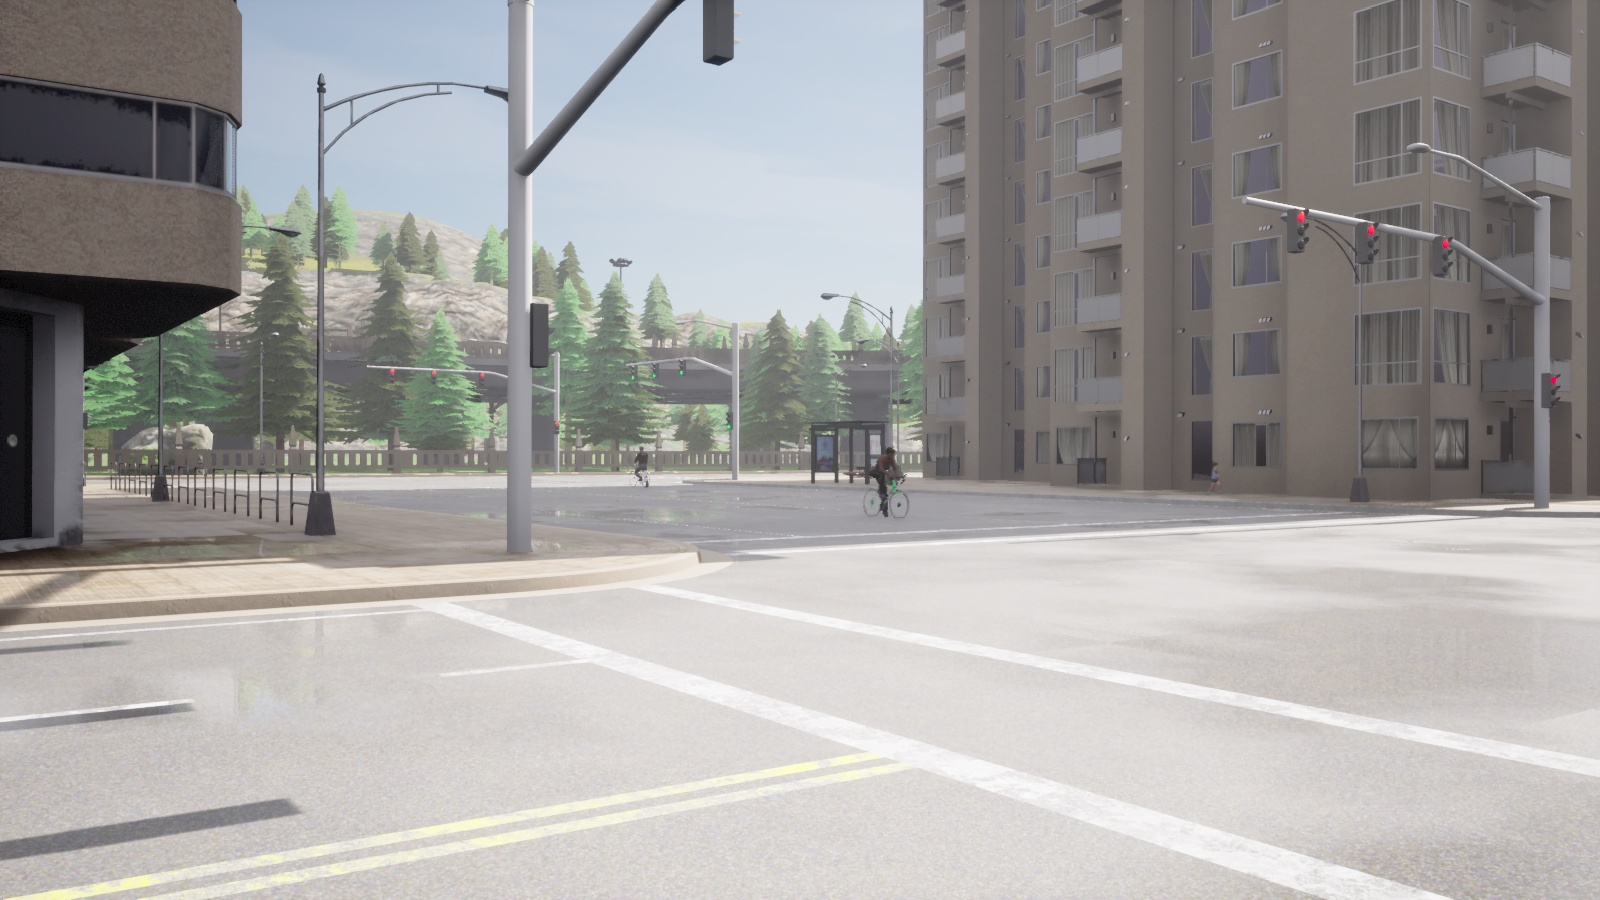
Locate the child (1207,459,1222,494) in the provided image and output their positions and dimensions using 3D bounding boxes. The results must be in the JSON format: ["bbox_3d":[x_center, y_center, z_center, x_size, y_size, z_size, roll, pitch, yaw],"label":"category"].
[{"bbox_3d":[13.379,0.854,40.510,0.255,1.110,0.394,0,0,-36],"label":"child"}]

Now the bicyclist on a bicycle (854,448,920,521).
[{"bbox_3d":[1.985,0.764,28.779,0.582,1.620,1.656,0,0,-35],"label":"bicyclist on a bicycle"}]
